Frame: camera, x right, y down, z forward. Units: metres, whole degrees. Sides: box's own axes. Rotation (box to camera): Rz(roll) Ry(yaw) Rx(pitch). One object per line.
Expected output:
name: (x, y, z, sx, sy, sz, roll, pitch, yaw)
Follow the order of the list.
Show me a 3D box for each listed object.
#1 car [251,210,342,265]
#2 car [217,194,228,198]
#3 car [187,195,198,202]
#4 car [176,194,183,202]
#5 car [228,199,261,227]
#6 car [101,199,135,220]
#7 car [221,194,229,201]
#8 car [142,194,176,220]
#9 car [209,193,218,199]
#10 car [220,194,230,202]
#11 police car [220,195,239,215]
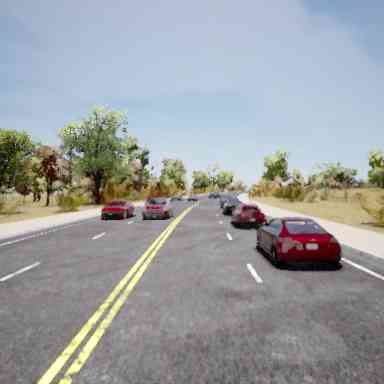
car: (3.490, 1.532, 11.577, 1.994, 1.385, 4.181, 0, 0, 1)
car: (4.683, 1.324, 43.642, 2.128, 1.511, 4.902, 0, 0, 4)
car: (0.161, 1.228, 68.242, 2.033, 1.411, 5.357, 0, 0, 5)
car: (-3.074, 1.211, 68.561, 2.128, 1.511, 4.902, 0, 0, 6)
car: (3.627, 1.457, 21.817, 1.812, 1.442, 4.674, 0, 0, 2)
car: (-5.999, 1.387, 27.387, 1.882, 1.535, 5.008, 0, 0, 2)
car: (7.535, 1.137, 76.292, 1.837, 1.490, 4.892, 0, 0, 6)
car: (-2.745, 1.261, 27.304, 2.097, 1.767, 4.553, 0, 0, 2)
car: (5.291, 0.976, 85.558, 1.812, 1.442, 4.674, 0, 0, 7)
car: (6.415, 1.212, 65.423, 1.837, 1.490, 4.892, 0, 0, 5)
police car: (4.070, 1.390, 32.733, 2.038, 1.542, 4.974, 0, 0, 3)
